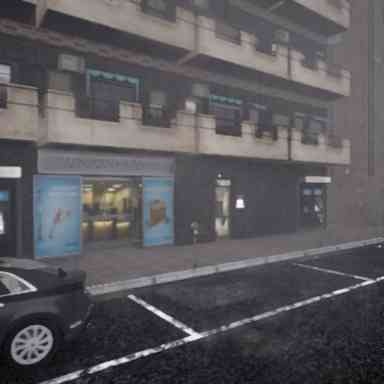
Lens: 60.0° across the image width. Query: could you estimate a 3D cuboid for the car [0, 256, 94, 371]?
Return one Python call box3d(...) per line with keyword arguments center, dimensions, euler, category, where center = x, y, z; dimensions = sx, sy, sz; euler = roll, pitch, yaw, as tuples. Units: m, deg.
box3d(center=(-3.476, 1.552, 4.086), dimensions=(4.403, 1.369, 2.008), euler=(0, 0, -35), category="car")
